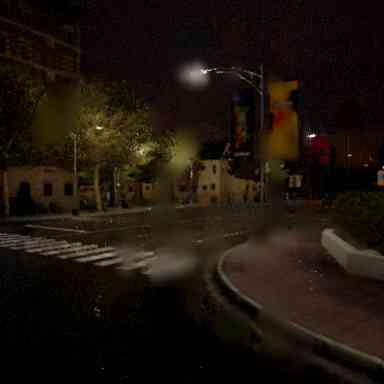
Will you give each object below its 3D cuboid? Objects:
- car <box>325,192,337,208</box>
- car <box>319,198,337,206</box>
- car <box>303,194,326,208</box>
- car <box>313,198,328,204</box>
[{"bbox_3d":[22.172,1.413,50.320,2.150,2.045,5.566,0,0,35],"label":"car"},{"bbox_3d":[24.580,1.772,60.031,2.033,1.411,5.357,0,0,34],"label":"car"},{"bbox_3d":[18.821,1.539,51.616,2.097,1.767,4.553,0,0,34],"label":"car"},{"bbox_3d":[27.147,1.853,70.157,1.895,1.301,4.718,0,0,34],"label":"car"}]
